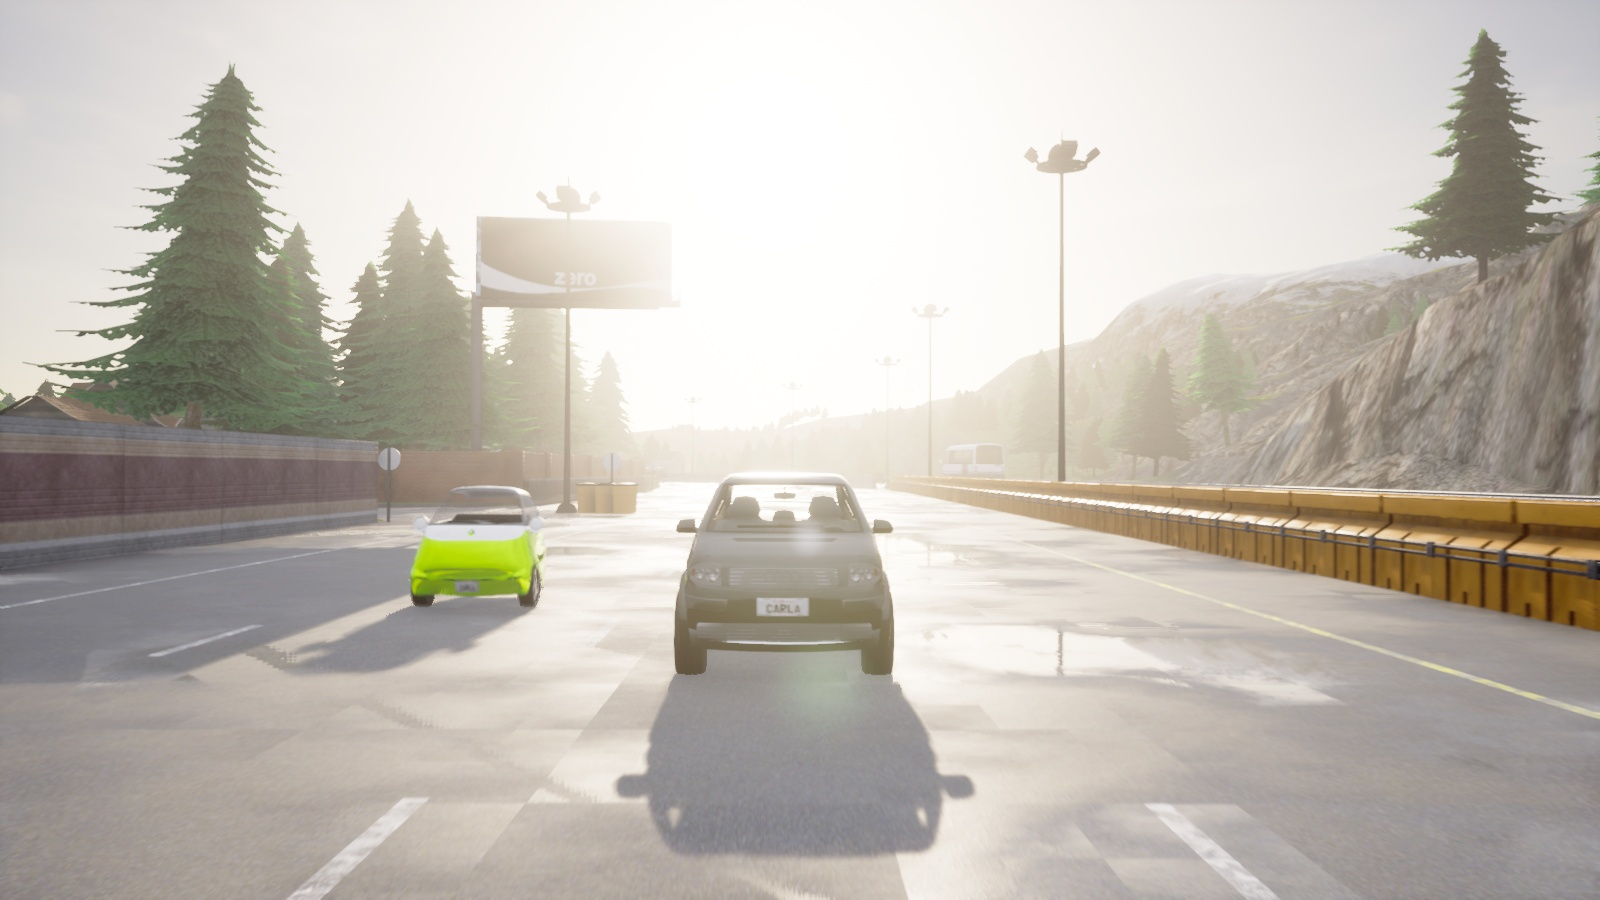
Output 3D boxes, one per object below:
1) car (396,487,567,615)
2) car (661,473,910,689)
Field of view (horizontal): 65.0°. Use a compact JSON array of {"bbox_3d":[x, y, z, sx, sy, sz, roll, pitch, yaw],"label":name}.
[{"bbox_3d":[-3.687,1.134,14.830,1.481,1.376,2.207,0,-1,-1],"label":"car"},{"bbox_3d":[-0.132,0.976,10.907,1.789,1.549,3.705,0,-1,-1],"label":"car"}]
